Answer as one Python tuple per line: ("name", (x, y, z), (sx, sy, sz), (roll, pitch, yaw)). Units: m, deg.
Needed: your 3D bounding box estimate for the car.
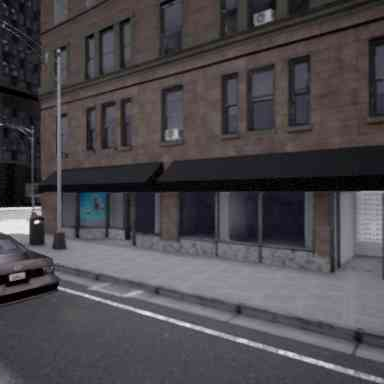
("car", (-5.138, 1.544, 7.350), (5.357, 1.411, 2.033), (0, 0, 36))
